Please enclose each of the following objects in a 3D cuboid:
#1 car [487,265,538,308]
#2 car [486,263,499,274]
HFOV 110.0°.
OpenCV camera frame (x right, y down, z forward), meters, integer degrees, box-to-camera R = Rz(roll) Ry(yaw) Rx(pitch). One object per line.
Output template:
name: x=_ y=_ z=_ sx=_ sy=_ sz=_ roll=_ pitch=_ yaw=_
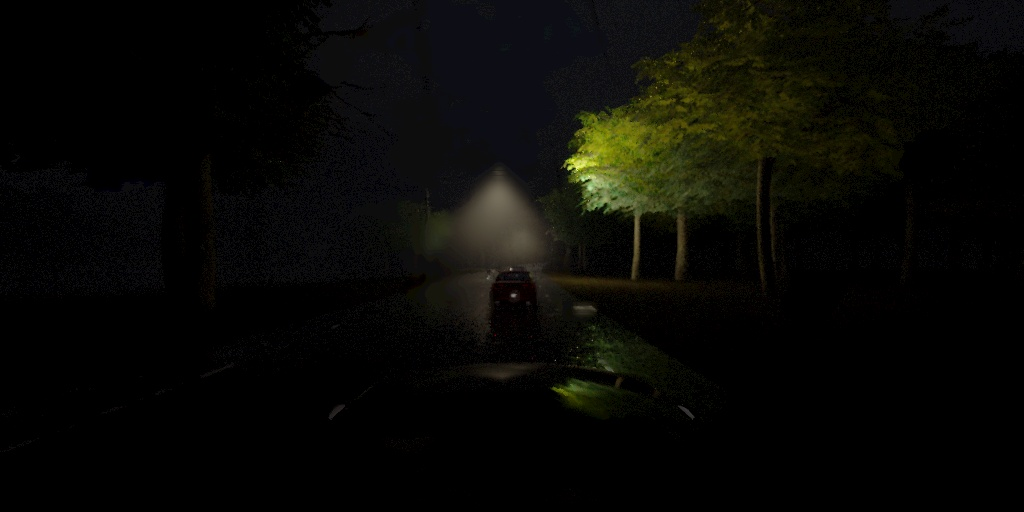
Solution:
car: x=0.140 y=1.366 z=16.052 sx=1.882 sy=1.535 sz=5.008 roll=0 pitch=0 yaw=1
car: x=-2.389 y=1.734 z=48.811 sx=1.812 sy=1.442 sz=4.674 roll=0 pitch=0 yaw=2
